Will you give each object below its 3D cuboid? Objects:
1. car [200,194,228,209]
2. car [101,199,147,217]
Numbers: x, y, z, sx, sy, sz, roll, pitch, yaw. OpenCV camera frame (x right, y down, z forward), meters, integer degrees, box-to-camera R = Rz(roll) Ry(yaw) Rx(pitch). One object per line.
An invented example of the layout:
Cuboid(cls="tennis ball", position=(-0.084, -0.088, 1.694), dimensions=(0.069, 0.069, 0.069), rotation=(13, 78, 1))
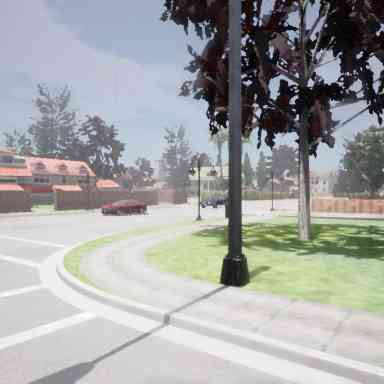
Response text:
Cuboid(cls="car", position=(3.339, 1.275, 46.172), dimensions=(2.150, 2.045, 5.566), rotation=(0, 0, 34))
Cuboid(cls="car", position=(-6.422, 1.477, 31.877), dimensions=(1.882, 1.535, 5.008), rotation=(0, 0, 34))
